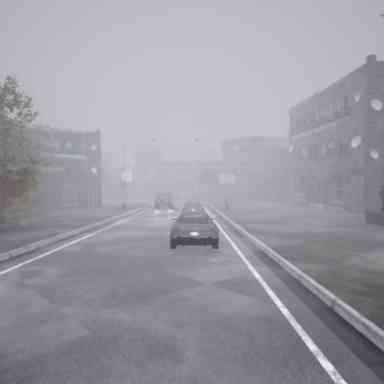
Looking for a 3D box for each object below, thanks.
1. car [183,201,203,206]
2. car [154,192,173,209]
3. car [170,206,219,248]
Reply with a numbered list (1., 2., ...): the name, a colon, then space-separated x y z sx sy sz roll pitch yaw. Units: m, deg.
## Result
1. car: 0.089 1.507 31.213 1.994 1.385 4.181 0 0 0
2. car: -3.606 1.086 43.239 2.150 2.045 5.566 0 0 0
3. car: 0.095 1.547 14.618 1.994 1.385 4.181 0 0 0
